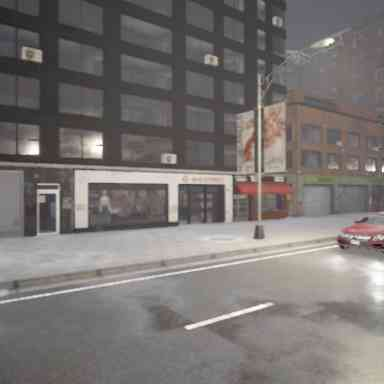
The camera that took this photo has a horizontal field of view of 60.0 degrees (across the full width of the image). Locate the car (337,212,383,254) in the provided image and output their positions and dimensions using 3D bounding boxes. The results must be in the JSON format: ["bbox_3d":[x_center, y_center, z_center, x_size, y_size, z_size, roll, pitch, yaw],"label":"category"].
[{"bbox_3d":[7.699,1.532,13.164,4.674,1.442,1.812,0,0,-35],"label":"car"}]
